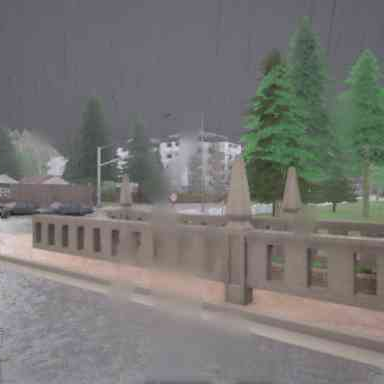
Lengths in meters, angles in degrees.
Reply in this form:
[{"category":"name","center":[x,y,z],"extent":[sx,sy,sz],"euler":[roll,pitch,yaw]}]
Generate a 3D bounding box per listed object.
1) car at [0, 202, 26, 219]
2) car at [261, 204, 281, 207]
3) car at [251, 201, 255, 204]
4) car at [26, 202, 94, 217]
[{"category":"car","center":[-15.443,1.592,30.100],"extent":[2.033,1.411,5.357],"euler":[0,0,38]},{"category":"car","center":[11.588,1.525,48.087],"extent":[2.128,1.511,4.902],"euler":[0,0,38]},{"category":"car","center":[8.696,1.638,50.069],"extent":[1.895,1.301,4.718],"euler":[0,0,38]},{"category":"car","center":[-11.389,1.589,29.631],"extent":[2.033,1.411,5.357],"euler":[0,0,38]}]
